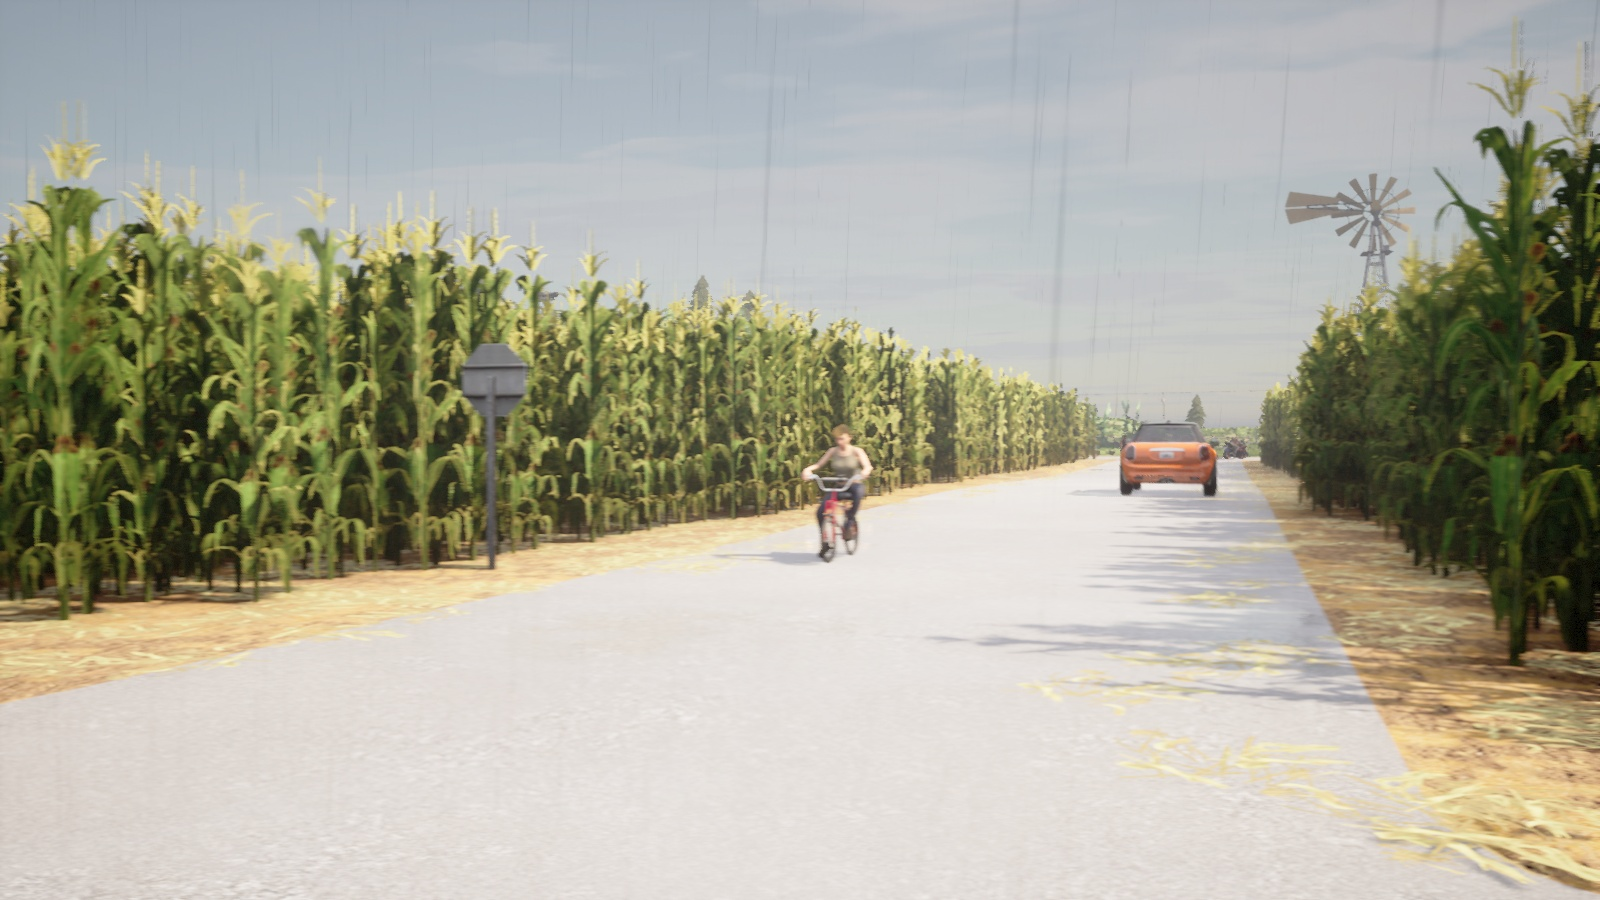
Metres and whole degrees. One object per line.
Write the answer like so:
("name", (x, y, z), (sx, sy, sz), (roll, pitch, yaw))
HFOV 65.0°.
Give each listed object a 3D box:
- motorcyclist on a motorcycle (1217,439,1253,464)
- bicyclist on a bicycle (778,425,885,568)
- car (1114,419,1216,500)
("motorcyclist on a motorcycle", (27.293, 0.098, 78.765), (2.191, 1.530, 0.866), (0, 3, -33))
("bicyclist on a bicycle", (0.405, 0.511, 15.037), (0.866, 1.612, 1.509), (1, 1, 19))
("car", (8.744, 0.193, 29.856), (2.097, 1.767, 4.553), (1, 0, 19))
